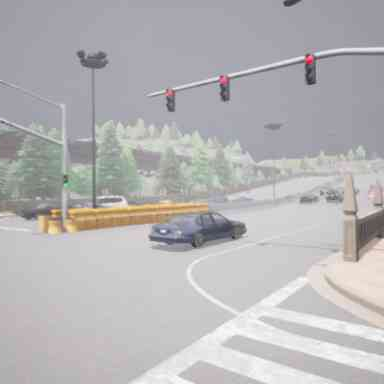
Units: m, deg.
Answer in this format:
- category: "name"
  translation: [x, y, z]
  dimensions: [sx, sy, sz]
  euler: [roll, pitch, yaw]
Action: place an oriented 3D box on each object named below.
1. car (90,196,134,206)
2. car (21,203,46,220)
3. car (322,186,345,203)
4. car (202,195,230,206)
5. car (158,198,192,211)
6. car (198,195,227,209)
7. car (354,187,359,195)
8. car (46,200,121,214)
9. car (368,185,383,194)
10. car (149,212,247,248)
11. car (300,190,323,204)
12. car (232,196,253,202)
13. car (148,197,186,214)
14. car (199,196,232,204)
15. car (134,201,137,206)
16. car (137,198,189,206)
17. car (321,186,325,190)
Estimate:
- category: "car"
  translation: [-8.670, 1.437, 31.941]
  dimensions: [2.150, 2.045, 5.566]
  euler: [-1, 0, 36]
- category: "car"
  translation: [-13.444, 1.738, 31.347]
  dimensions: [1.882, 1.535, 5.008]
  euler: [-1, 0, 36]
- category: "car"
  translation: [21.382, 0.439, 49.113]
  dimensions: [2.150, 2.045, 5.566]
  euler: [-1, 4, 36]
- category: "car"
  translation: [3.999, 1.317, 55.172]
  dimensions: [2.033, 1.411, 5.357]
  euler: [-1, 3, 36]
- category: "car"
  translation: [-2.284, 1.669, 46.604]
  dimensions: [2.128, 1.511, 4.902]
  euler: [-1, 1, 36]
- category: "car"
  translation: [3.033, 1.383, 47.960]
  dimensions: [2.097, 1.767, 4.553]
  euler: [-1, 2, 36]
- category: "car"
  translation: [27.615, -0.275, 57.712]
  dimensions: [1.994, 1.385, 4.181]
  euler: [-1, 6, 36]
- category: "car"
  translation: [-8.463, 1.681, 26.303]
  dimensions: [2.128, 1.511, 4.902]
  euler: [-1, 0, 36]
- category: "car"
  translation: [31.258, -0.491, 56.779]
  dimensions: [2.033, 1.411, 5.357]
  euler: [-1, 6, 36]
- category: "car"
  translation: [0.458, 1.604, 15.207]
  dimensions: [2.033, 1.411, 5.357]
  euler: [-1, 0, 39]
- category: "car"
  translation: [17.616, 0.884, 49.874]
  dimensions: [1.837, 1.490, 4.892]
  euler: [-1, 4, 36]
- category: "car"
  translation: [6.988, 1.415, 47.434]
  dimensions: [2.128, 1.511, 4.902]
  euler: [-1, 2, 37]
- category: "car"
  translation: [-2.937, 1.543, 39.771]
  dimensions: [2.097, 1.767, 4.553]
  euler: [-1, 0, 36]
- category: "car"
  translation: [2.562, 1.477, 41.372]
  dimensions: [2.097, 1.767, 4.553]
  euler: [-1, 0, 36]
- category: "car"
  translation: [-7.831, 1.741, 39.002]
  dimensions: [1.837, 1.490, 4.892]
  euler: [-1, 0, 36]
- category: "car"
  translation: [-2.845, 1.644, 33.968]
  dimensions: [1.882, 1.535, 5.008]
  euler: [-1, 0, 36]
- category: "car"
  translation: [24.139, -0.325, 58.883]
  dimensions: [2.097, 1.767, 4.553]
  euler: [-1, 6, 36]
